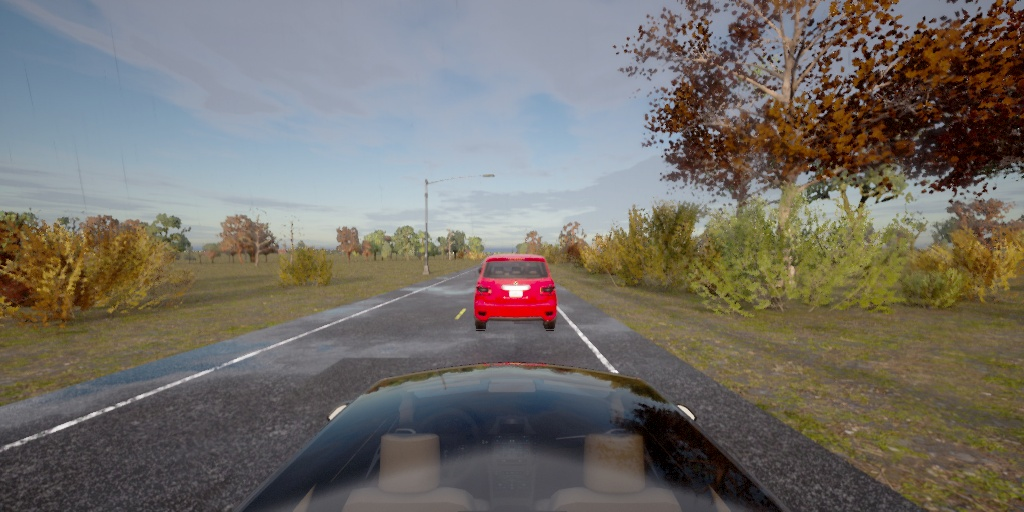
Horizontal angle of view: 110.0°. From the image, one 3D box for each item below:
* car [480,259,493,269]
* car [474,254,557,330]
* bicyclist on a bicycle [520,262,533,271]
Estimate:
[{"bbox_3d":[-3.864,1.226,55.182,1.812,1.442,4.674,0,0,0],"label":"car"},{"bbox_3d":[0.087,0.964,11.189,2.150,2.045,5.566,0,0,0],"label":"car"},{"bbox_3d":[0.932,1.102,20.232,0.659,1.776,1.843,0,0,0],"label":"bicyclist on a bicycle"}]
